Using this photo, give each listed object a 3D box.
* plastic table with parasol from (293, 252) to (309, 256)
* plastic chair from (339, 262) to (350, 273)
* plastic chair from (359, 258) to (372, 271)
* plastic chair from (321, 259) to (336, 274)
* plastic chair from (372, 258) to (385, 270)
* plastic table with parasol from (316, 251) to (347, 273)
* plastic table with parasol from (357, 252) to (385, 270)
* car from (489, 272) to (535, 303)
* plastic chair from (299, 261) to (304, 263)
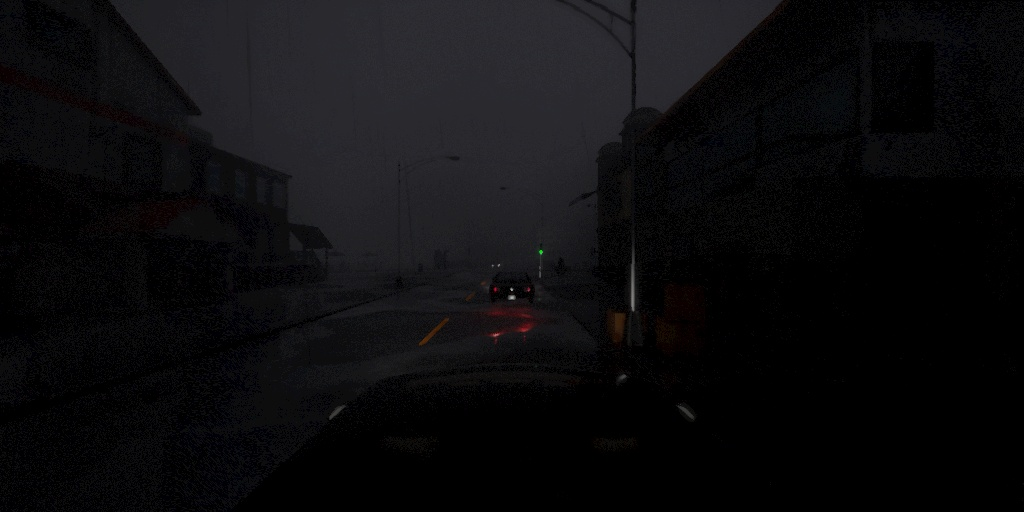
[{"bbox_3d":[-26.900,0.671,43.454,2.482,2.480,2.482,0,0,0],"label":"plastic table with parasol"},{"bbox_3d":[-18.700,1.276,40.303,0.730,1.272,0.750,0,0,0],"label":"plastic chair"},{"bbox_3d":[-19.199,1.276,46.903,0.750,1.272,0.730,0,0,0],"label":"plastic chair"},{"bbox_3d":[-20.000,1.275,39.103,0.750,1.272,0.730,0,0,0],"label":"plastic chair"},{"bbox_3d":[-17.899,1.276,48.102,0.730,1.272,0.750,0,0,0],"label":"plastic chair"},{"bbox_3d":[-19.920,0.672,40.423,2.482,2.480,2.482,0,0,0],"label":"plastic table with parasol"},{"bbox_3d":[-19.169,0.672,48.243,2.482,2.480,2.482,0,0,0],"label":"plastic table with parasol"},{"bbox_3d":[0.000,1.363,16.530,1.895,1.301,4.718,0,0,0],"label":"car"},{"bbox_3d":[-25.700,1.275,43.404,0.730,1.272,0.750,0,0,0],"label":"plastic chair"}]
